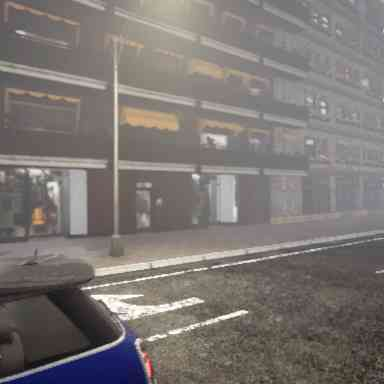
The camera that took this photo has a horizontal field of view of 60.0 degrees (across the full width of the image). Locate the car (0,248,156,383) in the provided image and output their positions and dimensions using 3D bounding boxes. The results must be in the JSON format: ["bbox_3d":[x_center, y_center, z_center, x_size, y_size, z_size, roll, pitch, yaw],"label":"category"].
[{"bbox_3d":[-2.468,1.350,1.960,4.553,1.767,2.097,0,0,-36],"label":"car"}]
